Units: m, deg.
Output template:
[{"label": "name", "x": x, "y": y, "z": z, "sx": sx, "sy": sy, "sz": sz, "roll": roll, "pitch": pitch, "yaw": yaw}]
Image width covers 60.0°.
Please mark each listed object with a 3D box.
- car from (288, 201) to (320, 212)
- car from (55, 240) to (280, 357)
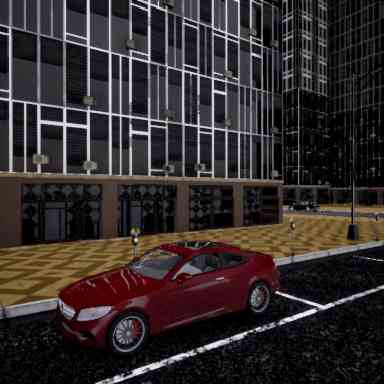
[{"label": "car", "x": 15.183, "y": 1.899, "z": 45.317, "sx": 2.008, "sy": 1.369, "sz": 4.403, "roll": -1, "pitch": 0, "yaw": -36}, {"label": "car", "x": -0.186, "y": 1.582, "z": 5.969, "sx": 4.206, "sy": 1.307, "sz": 1.802, "roll": 0, "pitch": 0, "yaw": -36}]
